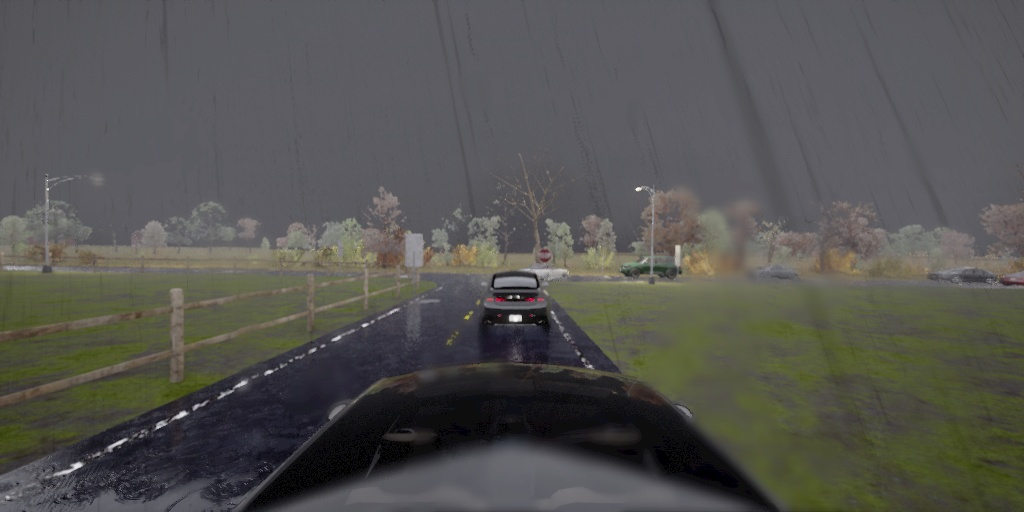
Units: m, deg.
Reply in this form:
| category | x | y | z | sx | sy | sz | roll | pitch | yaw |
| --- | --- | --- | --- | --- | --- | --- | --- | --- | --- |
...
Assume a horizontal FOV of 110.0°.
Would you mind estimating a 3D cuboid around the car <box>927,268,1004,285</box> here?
| category | x | y | z | sx | sy | sz | roll | pitch | yaw |
| --- | --- | --- | --- | --- | --- | --- | --- | --- | --- |
| car | 41.624 | 1.813 | 33.213 | 4.892 | 1.490 | 1.837 | 2 | 1 | 0 |

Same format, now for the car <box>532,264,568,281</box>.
| category | x | y | z | sx | sy | sz | roll | pitch | yaw |
| --- | --- | --- | --- | --- | --- | --- | --- | --- | --- |
| car | 2.568 | 1.236 | 27.337 | 1.895 | 1.301 | 4.718 | 2 | 0 | 33 |

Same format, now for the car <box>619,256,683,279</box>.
| category | x | y | z | sx | sy | sz | roll | pitch | yaw |
| --- | --- | --- | --- | --- | --- | --- | --- | --- | --- |
| car | 12.833 | 1.020 | 33.243 | 5.566 | 2.045 | 2.150 | 1 | 1 | -1 |

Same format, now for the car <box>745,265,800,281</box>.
| category | x | y | z | sx | sy | sz | roll | pitch | yaw |
| --- | --- | --- | --- | --- | --- | --- | --- | --- | --- |
| car | 24.109 | 1.563 | 33.269 | 4.181 | 1.385 | 1.994 | 1 | 1 | 0 |

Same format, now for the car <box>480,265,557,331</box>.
| category | x | y | z | sx | sy | sz | roll | pitch | yaw |
| --- | --- | --- | --- | --- | --- | --- | --- | --- | --- |
| car | 0.089 | 1.200 | 10.854 | 1.837 | 1.490 | 4.892 | 0 | 0 | 0 |

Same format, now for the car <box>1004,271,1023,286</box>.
| category | x | y | z | sx | sy | sz | roll | pitch | yaw |
| --- | --- | --- | --- | --- | --- | --- | --- | --- | --- |
| car | 44.484 | 1.980 | 30.350 | 4.181 | 1.385 | 1.994 | 1 | 1 | 1 |
